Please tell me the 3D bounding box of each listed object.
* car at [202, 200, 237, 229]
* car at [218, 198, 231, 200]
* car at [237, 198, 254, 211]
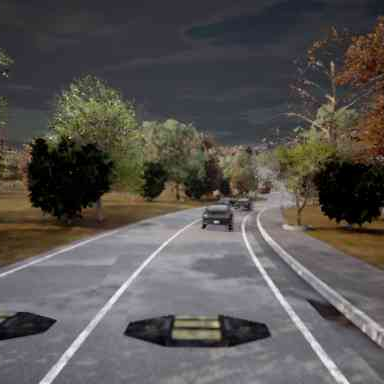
[{"bbox_3d":[1.757,1.492,21.599,1.837,1.490,4.892,1,0,8],"label":"car"},{"bbox_3d":[4.812,1.500,48.156,1.994,1.385,4.181,2,0,20],"label":"car"},{"bbox_3d":[6.721,1.530,42.395,1.837,1.490,4.892,1,0,18],"label":"car"}]
